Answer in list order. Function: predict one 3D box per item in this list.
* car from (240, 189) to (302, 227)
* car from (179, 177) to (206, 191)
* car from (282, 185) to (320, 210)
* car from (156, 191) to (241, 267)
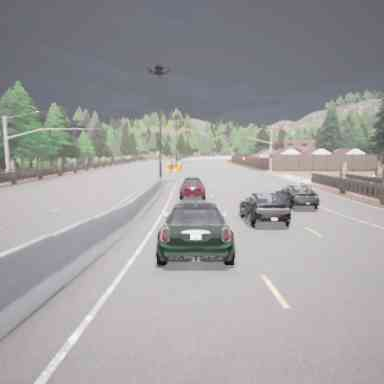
[{"bbox_3d":[3.585,0.782,16.878,2.128,1.511,4.902,0,4,0],"label":"car"},{"bbox_3d":[0.032,-0.479,27.930,2.097,1.767,4.553,0,7,0],"label":"car"},{"bbox_3d":[7.059,0.259,22.674,2.128,1.511,4.902,0,6,0],"label":"car"},{"bbox_3d":[0.098,1.047,10.556,2.097,1.767,4.553,0,3,0],"label":"car"}]
